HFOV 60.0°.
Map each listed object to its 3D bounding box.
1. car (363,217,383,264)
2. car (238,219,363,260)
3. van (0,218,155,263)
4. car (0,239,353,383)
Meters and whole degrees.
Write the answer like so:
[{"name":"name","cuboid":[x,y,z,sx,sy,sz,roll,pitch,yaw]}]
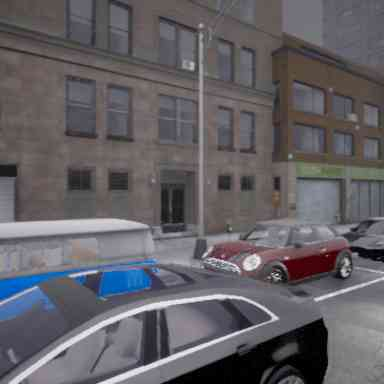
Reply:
[{"name":"car","cuboid":[6.774,1.572,11.600,4.313,1.339,1.947,0,0,-36]},{"name":"car","cuboid":[2.160,1.444,8.308,4.097,1.590,1.967,0,0,-36]},{"name":"van","cuboid":[-2.455,1.342,5.015,3.998,1.788,1.690,0,0,-36]},{"name":"car","cuboid":[-0.840,1.493,2.784,4.902,1.511,2.128,0,0,-35]}]
